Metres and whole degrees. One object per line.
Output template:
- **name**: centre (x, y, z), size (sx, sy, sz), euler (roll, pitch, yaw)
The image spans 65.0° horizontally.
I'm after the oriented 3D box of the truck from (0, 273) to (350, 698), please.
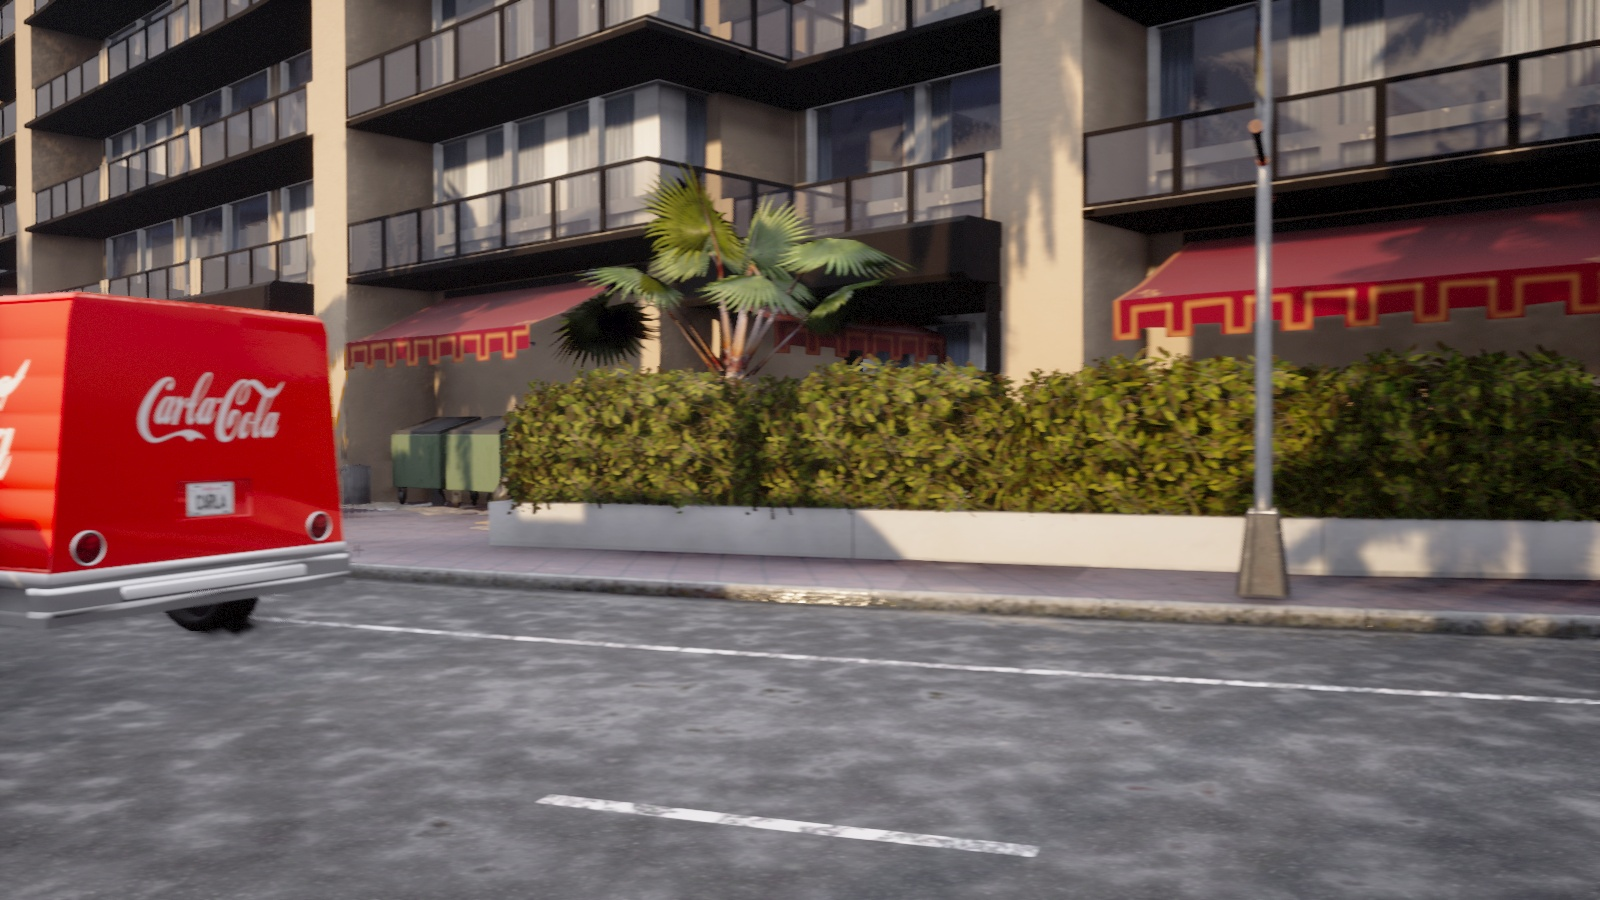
- **truck**: centre (-6.380, 0.164, 9.566), size (5.204, 2.467, 2.627), euler (1, 1, 25)
